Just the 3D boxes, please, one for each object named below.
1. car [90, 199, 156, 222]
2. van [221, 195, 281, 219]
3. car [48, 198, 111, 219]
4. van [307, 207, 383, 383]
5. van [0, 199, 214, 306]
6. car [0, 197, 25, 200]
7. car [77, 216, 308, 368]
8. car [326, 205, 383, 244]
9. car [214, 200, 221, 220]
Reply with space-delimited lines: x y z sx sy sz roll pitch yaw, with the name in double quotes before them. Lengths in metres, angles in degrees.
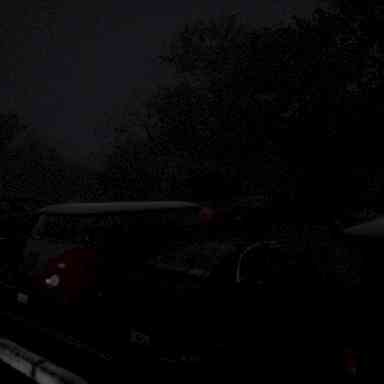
"car" -5.290 1.388 26.289 2.097 1.535 5.008 0 0 36
"van" 3.840 1.195 19.912 1.878 1.987 4.442 0 0 35
"car" -9.828 1.391 29.517 2.097 1.535 5.008 0 0 36
"van" 3.148 1.241 4.349 1.878 1.987 4.442 0 0 35
"van" -1.555 1.211 7.411 1.878 1.987 4.442 0 0 35
"car" -6.036 1.159 10.781 2.435 2.045 5.566 0 0 35
"car" 0.793 1.453 5.875 2.231 1.521 4.892 0 0 35
"car" 8.309 1.491 16.584 2.002 1.452 4.674 0 0 35
"car" 1.490 1.284 21.406 2.185 1.767 4.553 0 0 35
